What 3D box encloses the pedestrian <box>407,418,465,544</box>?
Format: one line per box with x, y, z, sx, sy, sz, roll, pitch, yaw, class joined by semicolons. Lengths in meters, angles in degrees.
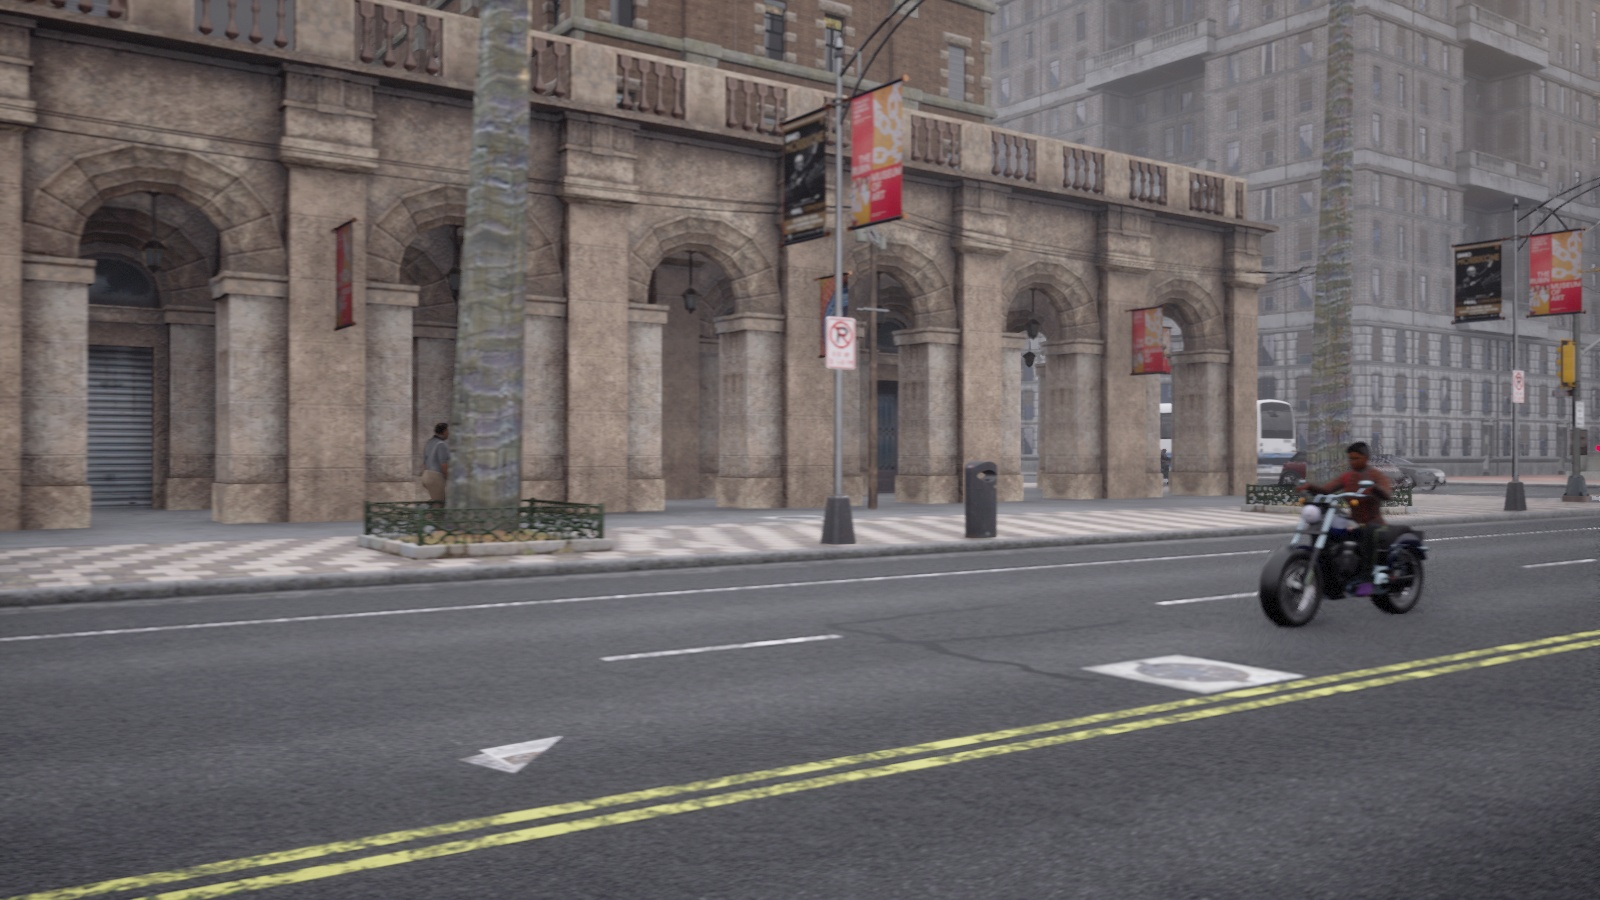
-5.495;0.458;18.964;0.694;1.848;0.540;0;0;-36;pedestrian

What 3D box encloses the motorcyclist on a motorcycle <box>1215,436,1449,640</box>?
4.764;0.712;11.173;2.350;1.649;0.766;0;0;-35;motorcyclist on a motorcycle

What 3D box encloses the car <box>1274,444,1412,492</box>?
21.235;0.677;49.270;2.097;1.767;4.553;0;0;-35;car

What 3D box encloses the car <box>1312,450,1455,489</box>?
23.882;0.774;51.585;2.128;1.511;4.902;0;0;-35;car

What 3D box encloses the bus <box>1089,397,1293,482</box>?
20.957;-0.513;68.048;3.944;4.253;10.273;0;0;-35;bus
